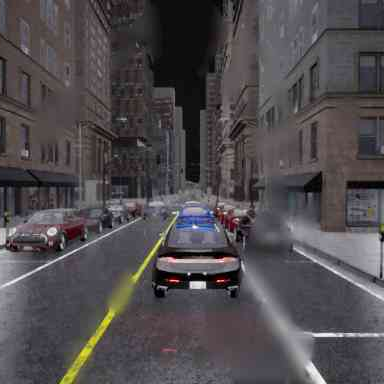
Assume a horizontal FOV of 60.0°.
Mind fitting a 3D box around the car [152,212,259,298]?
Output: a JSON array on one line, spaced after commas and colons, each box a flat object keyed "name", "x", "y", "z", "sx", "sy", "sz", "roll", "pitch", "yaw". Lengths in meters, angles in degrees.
[{"name": "car", "x": 0.126, "y": 1.490, "z": 8.513, "sx": 2.128, "sy": 1.511, "sz": 4.902, "roll": 0, "pitch": 0, "yaw": 0}]

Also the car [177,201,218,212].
[{"name": "car", "x": 0.159, "y": 1.476, "z": 18.018, "sx": 1.882, "sy": 1.535, "sz": 5.008, "roll": 0, "pitch": 0, "yaw": 0}]

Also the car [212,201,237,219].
[{"name": "car", "x": 2.850, "y": 1.544, "z": 30.095, "sx": 1.887, "sy": 1.381, "sz": 4.507, "roll": -1, "pitch": 0, "yaw": 0}]

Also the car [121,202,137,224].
[{"name": "car", "x": -5.693, "y": 1.550, "z": 24.618, "sx": 2.008, "sy": 1.369, "sz": 4.403, "roll": -1, "pitch": 0, "yaw": 0}]

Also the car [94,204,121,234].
[{"name": "car", "x": -5.711, "y": 1.565, "z": 19.113, "sx": 1.947, "sy": 1.339, "sz": 4.313, "roll": -1, "pitch": 0, "yaw": 0}]

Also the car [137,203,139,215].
[{"name": "car", "x": -5.675, "y": 1.544, "z": 30.124, "sx": 1.887, "sy": 1.381, "sz": 4.507, "roll": -1, "pitch": 0, "yaw": 0}]

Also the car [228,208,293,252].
[{"name": "car", "x": 2.796, "y": 1.564, "z": 13.580, "sx": 1.947, "sy": 1.339, "sz": 4.313, "roll": -1, "pitch": 0, "yaw": 0}]

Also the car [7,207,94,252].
[{"name": "car", "x": -5.731, "y": 1.439, "z": 13.608, "sx": 1.967, "sy": 1.590, "sz": 4.097, "roll": -1, "pitch": 0, "yaw": 0}]

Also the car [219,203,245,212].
[{"name": "car", "x": 2.814, "y": 1.543, "z": 19.084, "sx": 1.887, "sy": 1.381, "sz": 4.507, "roll": -1, "pitch": 0, "yaw": 0}]

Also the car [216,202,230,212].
[{"name": "car", "x": 2.832, "y": 1.544, "z": 24.590, "sx": 1.887, "sy": 1.381, "sz": 4.507, "roll": -1, "pitch": 0, "yaw": 0}]

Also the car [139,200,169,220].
[{"name": "car", "x": -2.909, "y": 1.442, "z": 27.738, "sx": 1.812, "sy": 1.442, "sz": 4.674, "roll": 0, "pitch": 0, "yaw": 0}]
